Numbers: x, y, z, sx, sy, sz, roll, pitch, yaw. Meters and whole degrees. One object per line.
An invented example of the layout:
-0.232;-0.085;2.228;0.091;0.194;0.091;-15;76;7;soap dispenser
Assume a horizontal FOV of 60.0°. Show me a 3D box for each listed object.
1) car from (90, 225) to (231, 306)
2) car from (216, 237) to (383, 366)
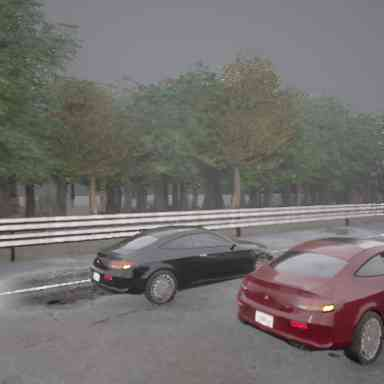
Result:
-0.045;1.526;8.014;4.674;1.442;1.812;0;0;-35;car
2.837;1.526;5.770;4.674;1.442;1.812;0;0;-36;car
